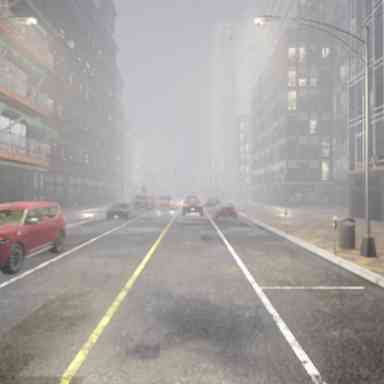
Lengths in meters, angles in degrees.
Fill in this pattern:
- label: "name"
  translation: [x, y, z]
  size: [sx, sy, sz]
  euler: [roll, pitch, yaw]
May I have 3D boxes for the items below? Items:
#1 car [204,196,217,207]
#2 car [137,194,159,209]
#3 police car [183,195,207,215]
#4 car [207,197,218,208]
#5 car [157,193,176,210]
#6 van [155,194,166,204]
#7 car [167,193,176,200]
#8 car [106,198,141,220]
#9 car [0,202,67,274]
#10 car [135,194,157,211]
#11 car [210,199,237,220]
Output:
- label: "car"
  translation: [2.693, 1.384, 49.436]
  size: [1.752, 1.417, 4.829]
  euler: [1, 0, 0]
- label: "car"
  translation: [-5.699, 1.184, 43.739]
  size: [2.192, 1.841, 5.009]
  euler: [1, 0, 0]
- label: "police car"
  translation: [0.084, 1.401, 32.729]
  size: [2.038, 1.542, 4.974]
  euler: [0, 0, 0]
- label: "car"
  translation: [2.693, 1.309, 43.741]
  size: [1.967, 1.590, 4.097]
  euler: [1, 0, 0]
- label: "car"
  translation: [-3.103, 1.230, 39.911]
  size: [2.097, 1.767, 4.553]
  euler: [0, 0, 0]
- label: "van"
  translation: [-5.677, 1.188, 60.309]
  size: [1.690, 1.788, 3.998]
  euler: [1, 0, 0]
- label: "car"
  translation: [-5.709, 1.162, 92.715]
  size: [2.192, 1.841, 5.009]
  euler: [0, 0, 0]
- label: "car"
  translation: [-5.690, 1.475, 27.171]
  size: [1.947, 1.339, 4.313]
  euler: [1, 0, 0]
- label: "car"
  translation: [-5.681, 1.274, 10.600]
  size: [2.192, 1.841, 5.009]
  euler: [1, 0, 0]
- label: "car"
  translation: [-5.695, 1.196, 38.216]
  size: [2.192, 1.841, 5.009]
  euler: [1, 0, 0]
- label: "car"
  translation: [2.690, 1.491, 27.172]
  size: [1.802, 1.307, 4.206]
  euler: [1, 0, 0]
